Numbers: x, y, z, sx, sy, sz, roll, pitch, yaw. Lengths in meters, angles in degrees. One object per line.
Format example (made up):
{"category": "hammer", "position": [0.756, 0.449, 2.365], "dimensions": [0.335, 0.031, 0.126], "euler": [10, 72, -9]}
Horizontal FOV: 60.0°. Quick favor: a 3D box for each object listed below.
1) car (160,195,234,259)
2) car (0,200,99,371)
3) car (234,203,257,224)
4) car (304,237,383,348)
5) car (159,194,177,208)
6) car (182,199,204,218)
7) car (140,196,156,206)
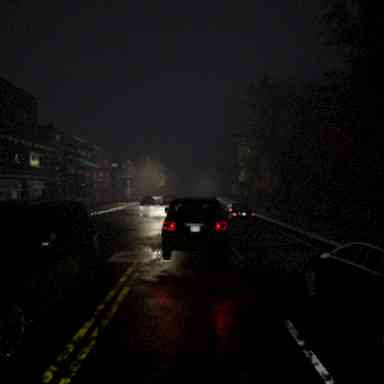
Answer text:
{"category": "car", "position": [0.098, 1.182, 12.563], "dimensions": [2.150, 2.045, 5.566], "euler": [0, 0, 0]}
{"category": "car", "position": [-3.351, 1.202, 6.009], "dimensions": [2.150, 2.045, 5.566], "euler": [0, 0, 0]}
{"category": "car", "position": [3.346, 1.473, 23.897], "dimensions": [2.033, 1.411, 5.357], "euler": [0, 0, 0]}
{"category": "car", "position": [3.349, 1.474, 5.353], "dimensions": [2.128, 1.511, 4.902], "euler": [0, 0, 0]}
{"category": "car", "position": [-3.335, 1.203, 47.180], "dimensions": [2.097, 1.767, 4.553], "euler": [0, 0, 0]}
{"category": "car", "position": [0.096, 1.411, 30.043], "dimensions": [1.837, 1.490, 4.892], "euler": [0, 0, 0]}
{"category": "car", "position": [-6.574, 1.368, 50.034], "dimensions": [1.812, 1.442, 4.674], "euler": [0, 0, 0]}
